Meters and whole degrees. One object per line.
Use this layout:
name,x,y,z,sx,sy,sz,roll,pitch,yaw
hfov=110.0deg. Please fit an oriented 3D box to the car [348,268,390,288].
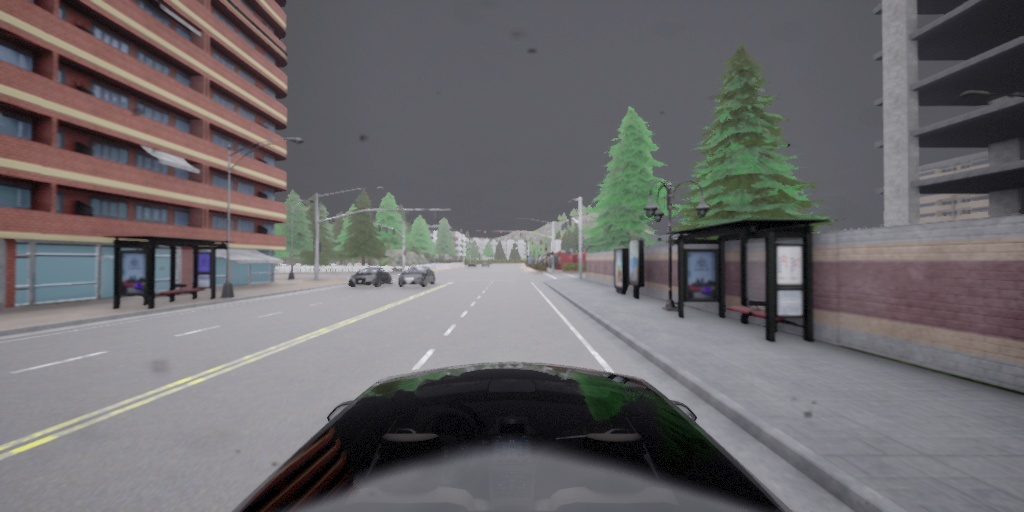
car,-10.521,1.596,26.877,1.994,1.385,4.181,0,-1,0

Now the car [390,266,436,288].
car,-7.021,1.524,26.850,2.128,1.511,4.902,0,-1,0
